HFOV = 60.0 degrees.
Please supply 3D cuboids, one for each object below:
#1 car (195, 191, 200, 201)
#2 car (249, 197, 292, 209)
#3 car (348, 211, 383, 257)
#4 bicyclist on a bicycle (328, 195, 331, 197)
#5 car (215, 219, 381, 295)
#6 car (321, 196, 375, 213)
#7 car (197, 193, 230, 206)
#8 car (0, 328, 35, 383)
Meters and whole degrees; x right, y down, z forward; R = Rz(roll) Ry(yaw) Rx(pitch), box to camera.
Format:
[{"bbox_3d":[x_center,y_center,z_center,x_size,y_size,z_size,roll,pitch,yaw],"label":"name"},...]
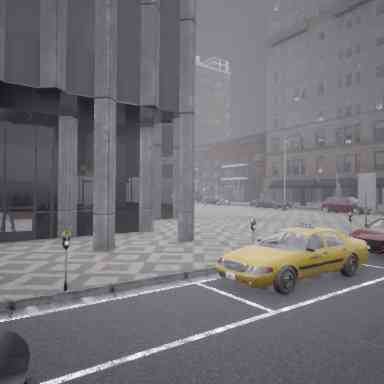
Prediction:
[{"bbox_3d":[-0.502,0.822,58.122,2.150,2.045,5.566,1,0,-35],"label":"car"},{"bbox_3d":[9.065,1.307,38.992,2.033,1.411,5.357,1,0,-36],"label":"car"},{"bbox_3d":[7.520,1.547,12.121,4.507,1.381,1.887,0,1,-36],"label":"car"},{"bbox_3d":[16.342,1.158,39.501,1.656,1.620,0.582,0,0,-35],"label":"bicyclist on a bicycle"},{"bbox_3d":[2.803,1.527,8.755,4.829,1.417,1.752,0,1,-36],"label":"car"},{"bbox_3d":[14.578,1.198,31.177,2.097,1.767,4.553,1,0,-35],"label":"car"},{"bbox_3d":[3.391,1.161,47.060,2.128,1.511,4.902,1,0,-35],"label":"car"},{"bbox_3d":[-3.167,1.504,1.113,4.892,1.490,1.837,0,0,-35],"label":"car"}]
